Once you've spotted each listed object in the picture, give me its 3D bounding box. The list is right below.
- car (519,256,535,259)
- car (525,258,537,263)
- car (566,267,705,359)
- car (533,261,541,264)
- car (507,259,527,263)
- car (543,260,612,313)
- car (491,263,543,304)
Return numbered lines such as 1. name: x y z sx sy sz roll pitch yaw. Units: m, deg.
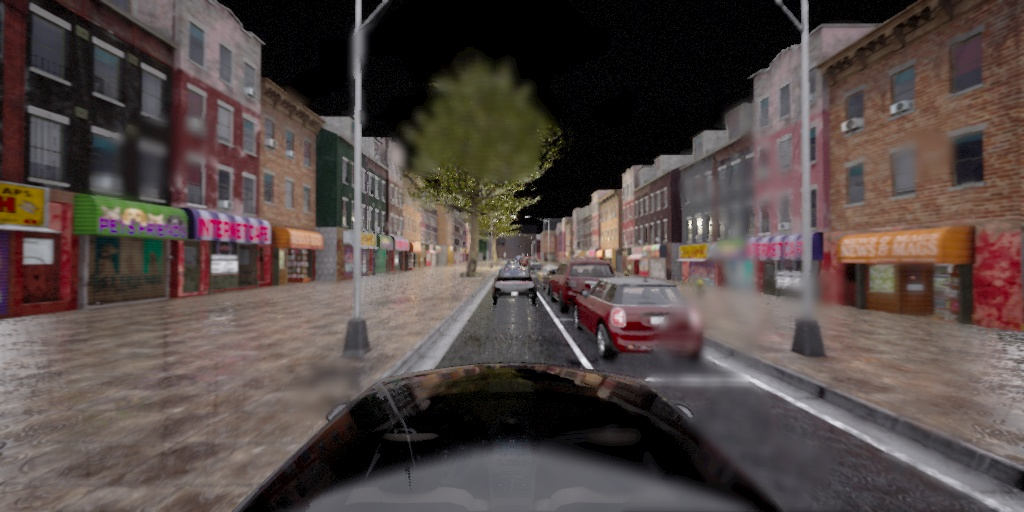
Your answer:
1. car: 2.632 1.033 52.758 2.192 1.841 5.009 0 0 0
2. car: 2.633 1.288 41.675 2.007 1.370 4.403 0 0 0
3. car: 2.637 1.195 8.425 1.967 1.591 4.097 0 0 0
4. car: 2.635 1.279 25.220 1.751 1.417 4.829 0 0 0
5. car: 0.096 1.292 35.598 2.033 1.411 5.357 0 0 0
6. car: 2.637 1.070 13.967 2.192 1.841 5.009 0 0 0
7. car: 0.097 1.247 16.270 2.128 1.511 4.902 0 0 0
